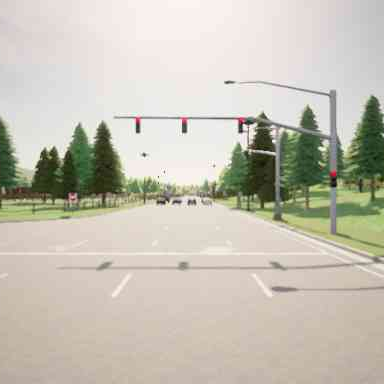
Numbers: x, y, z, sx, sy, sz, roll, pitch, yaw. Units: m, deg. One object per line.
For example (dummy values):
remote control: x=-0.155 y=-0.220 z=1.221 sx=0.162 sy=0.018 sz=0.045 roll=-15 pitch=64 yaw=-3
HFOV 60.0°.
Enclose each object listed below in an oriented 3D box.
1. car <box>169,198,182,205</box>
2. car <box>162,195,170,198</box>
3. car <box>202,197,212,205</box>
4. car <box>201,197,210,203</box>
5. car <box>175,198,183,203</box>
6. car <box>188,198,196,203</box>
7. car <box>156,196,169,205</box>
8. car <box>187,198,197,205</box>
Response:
car: x=-3.503 y=2.181 z=75.774 sx=1.837 sy=1.490 sz=4.892 roll=0 pitch=-1 yaw=0
car: x=-7.003 y=1.875 z=87.477 sx=2.150 sy=2.045 sz=5.566 roll=0 pitch=-1 yaw=0
car: x=3.497 y=2.227 z=76.190 sx=1.812 sy=1.442 sz=4.674 roll=0 pitch=-1 yaw=0
car: x=3.497 y=2.175 z=87.444 sx=2.128 sy=1.511 sz=4.902 roll=0 pitch=-1 yaw=0
car: x=-3.503 y=2.245 z=87.473 sx=1.895 sy=1.301 sz=4.718 roll=0 pitch=-1 yaw=0
car: x=-0.003 y=2.202 z=87.444 sx=1.994 sy=1.385 sz=4.181 roll=0 pitch=-1 yaw=0
car: x=-7.003 y=2.159 z=75.774 sx=1.882 sy=1.535 sz=5.008 roll=0 pitch=-1 yaw=0
car: x=-0.003 y=2.056 z=76.128 sx=2.097 sy=1.767 sz=4.553 roll=0 pitch=-1 yaw=0
